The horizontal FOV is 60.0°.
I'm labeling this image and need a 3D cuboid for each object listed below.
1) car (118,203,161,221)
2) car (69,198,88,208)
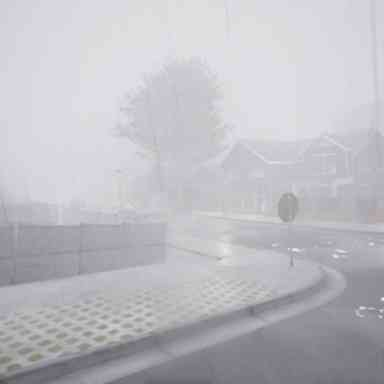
[{"bbox_3d":[-4.479,1.612,27.560,2.033,1.411,5.357,-3,2,-32],"label":"car"},{"bbox_3d":[-16.503,1.620,47.943,2.033,1.411,5.357,-3,1,-29],"label":"car"}]
